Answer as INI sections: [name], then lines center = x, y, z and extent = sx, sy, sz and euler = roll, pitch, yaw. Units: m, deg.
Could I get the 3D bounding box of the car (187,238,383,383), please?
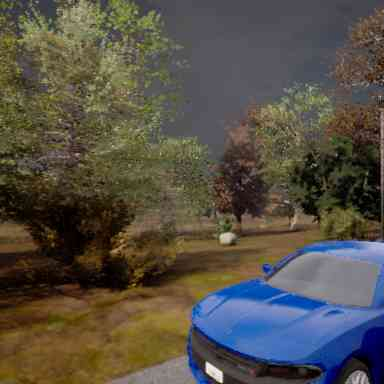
[car]
center = 2.242, 1.487, 4.698
extent = 5.008, 1.535, 1.882
euler = 0, 0, -36
